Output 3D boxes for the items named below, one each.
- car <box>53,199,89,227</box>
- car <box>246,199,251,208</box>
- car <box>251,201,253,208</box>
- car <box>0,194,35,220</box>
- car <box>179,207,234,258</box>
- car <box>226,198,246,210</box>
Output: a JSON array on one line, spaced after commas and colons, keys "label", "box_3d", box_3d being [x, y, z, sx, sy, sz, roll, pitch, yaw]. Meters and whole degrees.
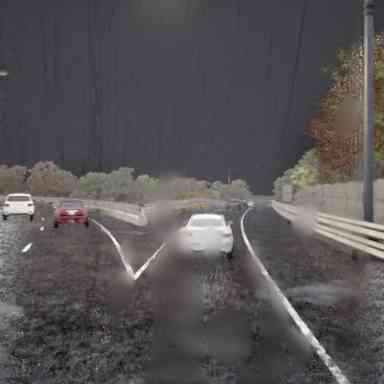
[{"label": "car", "box_3d": [-8.228, 1.328, 22.571, 2.097, 1.767, 4.553, 0, 0, -22]}, {"label": "car", "box_3d": [9.063, 2.098, 59.750, 1.812, 1.442, 4.674, 0, -3, 12]}, {"label": "car", "box_3d": [12.034, 2.559, 72.662, 2.150, 2.045, 5.566, 0, -4, 14]}, {"label": "car", "box_3d": [-14.538, 1.178, 28.058, 2.150, 2.045, 5.566, 0, 0, -26]}, {"label": "car", "box_3d": [0.603, 1.528, 12.696, 1.812, 1.442, 4.674, 0, 0, 4]}, {"label": "car", "box_3d": [5.454, 1.555, 42.870, 2.128, 1.511, 4.902, 0, -1, 12]}]
